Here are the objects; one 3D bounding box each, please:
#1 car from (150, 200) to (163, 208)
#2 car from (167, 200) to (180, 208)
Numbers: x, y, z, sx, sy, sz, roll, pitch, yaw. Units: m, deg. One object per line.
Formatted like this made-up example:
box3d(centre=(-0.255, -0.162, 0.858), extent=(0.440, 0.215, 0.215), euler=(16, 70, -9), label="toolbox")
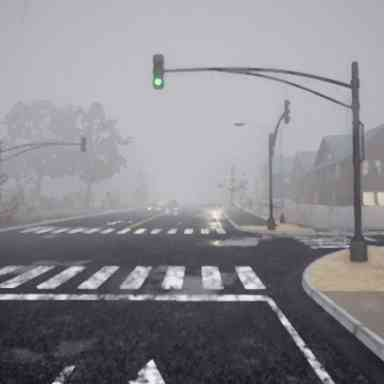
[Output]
box3d(centre=(-6.764, 2.204, 63.888), extent=(1.882, 1.535, 5.008), euler=(0, -1, 5), label="car")
box3d(centre=(-3.528, 2.241, 63.590), extent=(1.812, 1.442, 4.674), euler=(0, -1, 5), label="car")
